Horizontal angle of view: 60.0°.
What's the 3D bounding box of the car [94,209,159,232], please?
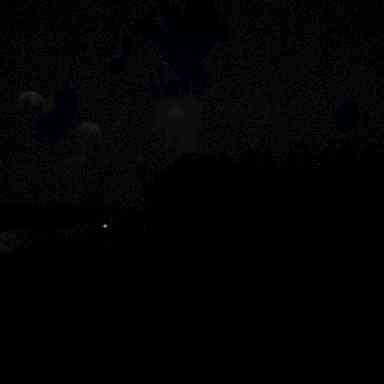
[{"bbox_3d":[-3.949,1.770,21.864,1.895,1.301,4.718,1,0,36],"label":"car"}]
